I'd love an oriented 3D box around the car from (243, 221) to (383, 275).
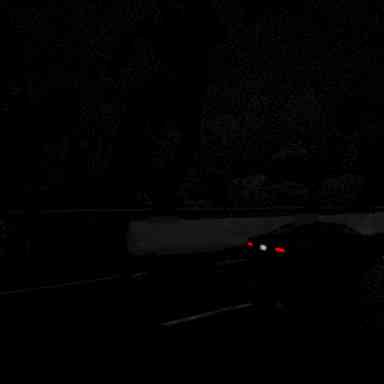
[{"bbox_3d":[4.178,1.668,10.797,5.357,1.411,2.033,1,0,-31],"label":"car"}]
